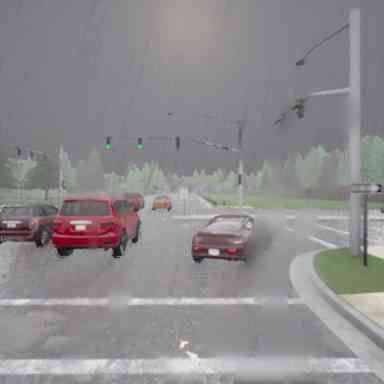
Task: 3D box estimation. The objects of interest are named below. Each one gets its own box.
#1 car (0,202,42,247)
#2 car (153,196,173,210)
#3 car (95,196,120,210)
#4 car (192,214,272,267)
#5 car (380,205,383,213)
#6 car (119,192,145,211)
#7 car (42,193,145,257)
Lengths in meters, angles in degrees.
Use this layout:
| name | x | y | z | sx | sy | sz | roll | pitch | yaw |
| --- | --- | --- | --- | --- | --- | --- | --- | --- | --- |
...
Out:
| name | x | y | z | sx | sy | sz | roll | pitch | yaw |
| --- | --- | --- | --- | --- | --- | --- | --- | --- | --- |
| car | -6.908 | 1.302 | 14.910 | 2.097 | 1.767 | 4.553 | 0 | 0 | 0 |
| car | -3.422 | 1.218 | 39.558 | 2.097 | 1.767 | 4.553 | 0 | 0 | 0 |
| car | -10.424 | 1.338 | 41.413 | 1.882 | 1.535 | 5.008 | 0 | 0 | 0 |
| car | 1.473 | 1.487 | 11.342 | 1.812 | 1.442 | 4.674 | -1 | 0 | 22 |
| car | 19.867 | 1.399 | 30.442 | 4.892 | 1.490 | 1.837 | 0 | 0 | 1 |
| car | -6.922 | 1.090 | 38.976 | 2.150 | 2.045 | 5.566 | 0 | 0 | 0 |
| car | -3.406 | 1.177 | 12.866 | 2.150 | 2.045 | 5.566 | 0 | 0 | 0 |
